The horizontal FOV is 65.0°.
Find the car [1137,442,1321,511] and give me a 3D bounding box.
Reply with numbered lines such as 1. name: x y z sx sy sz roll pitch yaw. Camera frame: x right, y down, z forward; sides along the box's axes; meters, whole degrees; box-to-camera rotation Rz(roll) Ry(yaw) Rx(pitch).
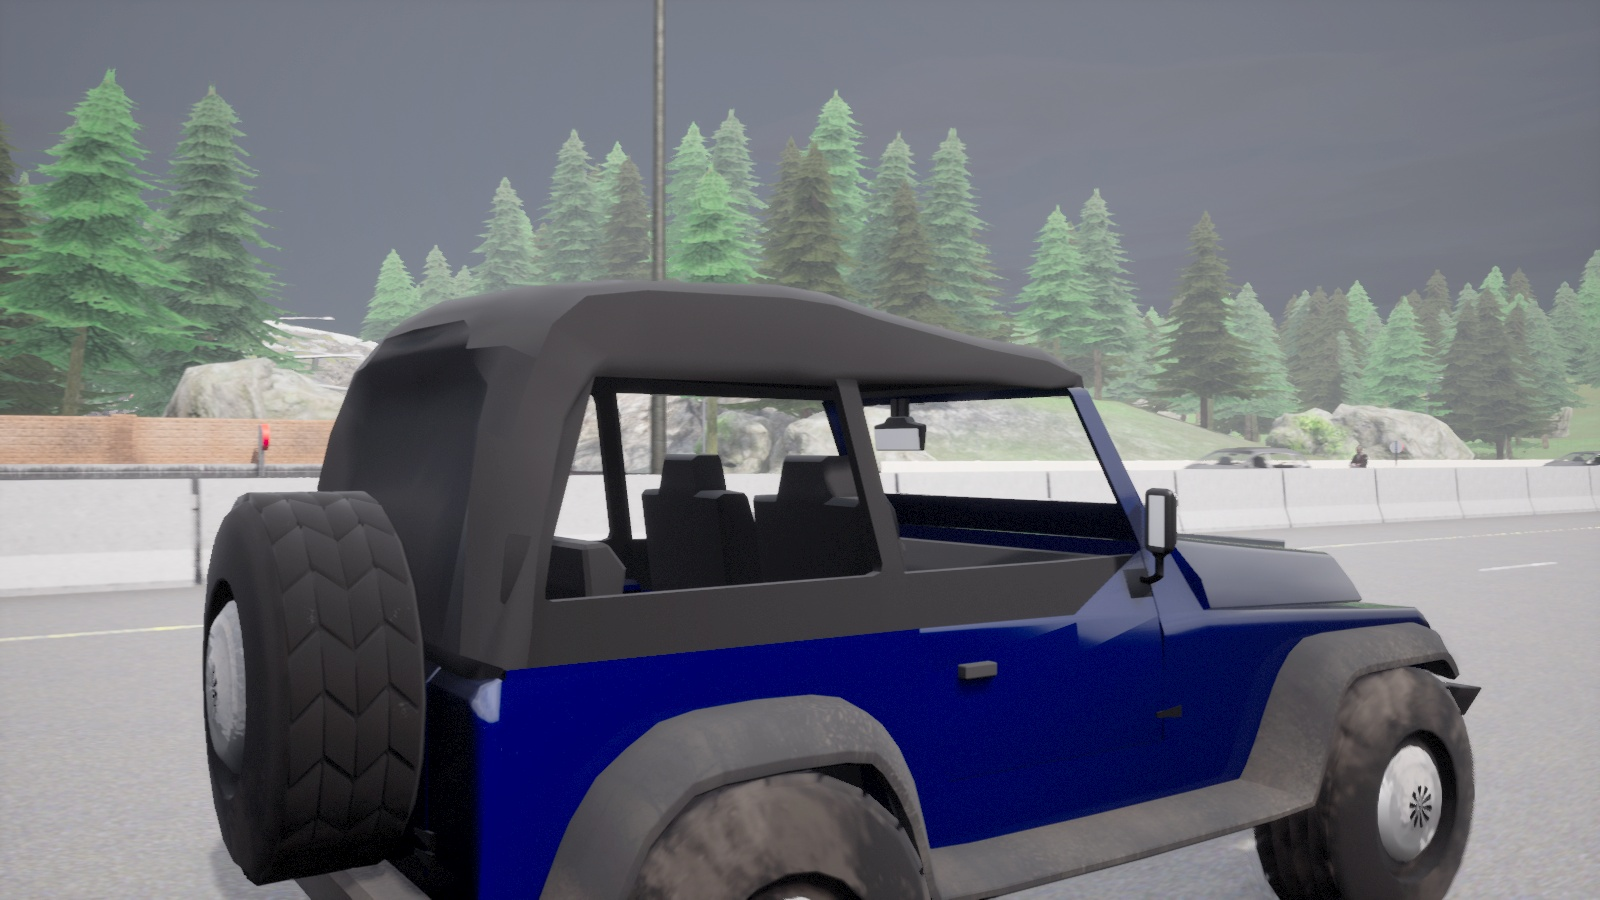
1. car: 11.233 0.646 32.800 4.611 1.667 2.242 0 0 -35

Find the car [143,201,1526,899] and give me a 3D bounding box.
1. car: 0.283 0.550 3.856 3.866 1.878 1.905 0 0 -35

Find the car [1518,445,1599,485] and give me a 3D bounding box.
1. car: 33.884 0.653 54.404 4.611 1.667 2.242 0 0 -17
